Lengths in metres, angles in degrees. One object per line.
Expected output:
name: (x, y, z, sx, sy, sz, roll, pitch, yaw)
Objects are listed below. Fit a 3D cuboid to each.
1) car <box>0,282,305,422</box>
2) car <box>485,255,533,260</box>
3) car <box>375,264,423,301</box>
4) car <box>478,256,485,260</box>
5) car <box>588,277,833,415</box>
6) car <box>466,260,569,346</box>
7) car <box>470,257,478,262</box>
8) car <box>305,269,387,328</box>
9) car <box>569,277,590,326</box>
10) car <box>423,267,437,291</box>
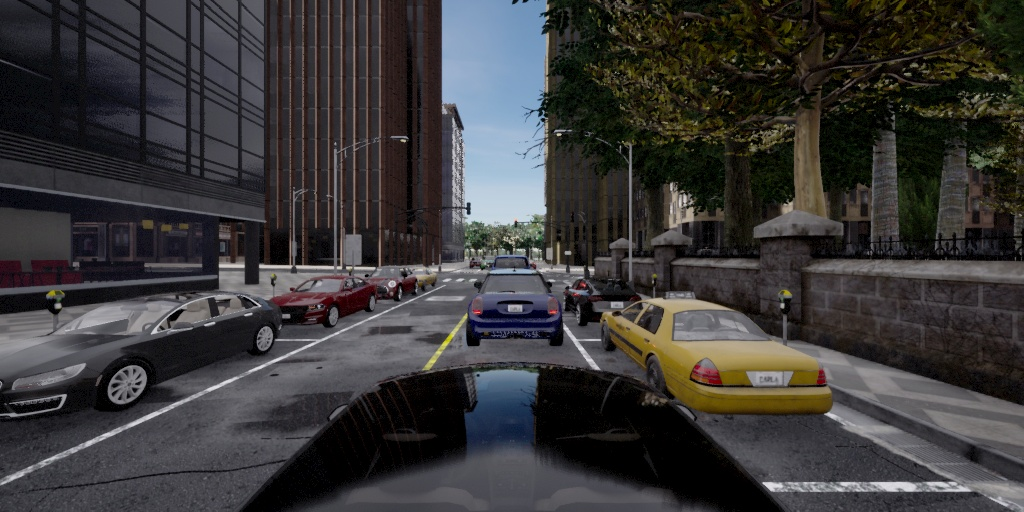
car: (-5.772, 1.300, 5.959, 2.007, 1.370, 4.403, 0, 0, 0)
car: (-0.034, 0.973, 18.973, 2.150, 2.045, 5.566, 0, 0, 0)
car: (-5.797, 1.190, 16.873, 1.967, 1.591, 4.097, 0, 0, 0)
car: (-3.214, 0.982, 51.214, 2.150, 2.045, 5.566, 0, 0, -1)
car: (2.752, 1.275, 6.151, 1.751, 1.417, 4.829, 0, 0, 0)
car: (0.036, 1.102, 9.539, 2.097, 1.767, 4.553, 0, 0, -1)
car: (-5.894, 1.079, 59.738, 2.192, 1.841, 5.009, 0, 0, 0)
car: (-5.785, 1.295, 11.416, 1.888, 1.381, 4.507, 0, 0, 0)
car: (2.740, 1.316, 11.437, 1.948, 1.339, 4.313, 0, 0, 0)
car: (-5.809, 1.277, 22.160, 1.751, 1.417, 4.829, 0, 0, 0)
